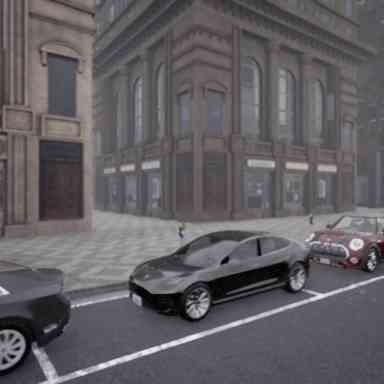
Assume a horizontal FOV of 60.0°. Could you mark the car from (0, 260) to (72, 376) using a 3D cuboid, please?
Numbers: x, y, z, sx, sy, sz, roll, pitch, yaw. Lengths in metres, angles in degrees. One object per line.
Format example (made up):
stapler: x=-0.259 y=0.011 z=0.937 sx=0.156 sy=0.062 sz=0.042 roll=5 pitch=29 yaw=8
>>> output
car: x=-3.765 y=1.554 z=3.958 sx=4.403 sy=1.369 sz=2.008 roll=0 pitch=0 yaw=-36

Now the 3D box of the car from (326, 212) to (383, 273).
car: x=5.350 y=1.399 z=10.471 sx=4.097 sy=1.590 sz=1.967 roll=0 pitch=0 yaw=-36

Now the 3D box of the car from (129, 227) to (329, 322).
car: x=0.793 y=1.547 z=7.215 sx=4.313 sy=1.339 sz=1.947 roll=0 pitch=0 yaw=-36
